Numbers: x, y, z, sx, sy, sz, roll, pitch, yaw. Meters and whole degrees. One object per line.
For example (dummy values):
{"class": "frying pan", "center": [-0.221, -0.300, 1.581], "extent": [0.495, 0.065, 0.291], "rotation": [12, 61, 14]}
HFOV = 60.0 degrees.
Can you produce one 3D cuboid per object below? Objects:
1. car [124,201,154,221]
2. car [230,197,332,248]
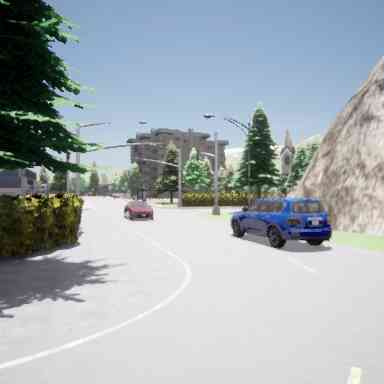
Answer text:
{"class": "car", "center": [-4.519, 1.510, 27.817], "extent": [1.882, 1.535, 5.008], "rotation": [0, 0, -20]}
{"class": "car", "center": [3.744, 1.256, 15.037], "extent": [2.150, 2.045, 5.566], "rotation": [0, 0, -20]}
